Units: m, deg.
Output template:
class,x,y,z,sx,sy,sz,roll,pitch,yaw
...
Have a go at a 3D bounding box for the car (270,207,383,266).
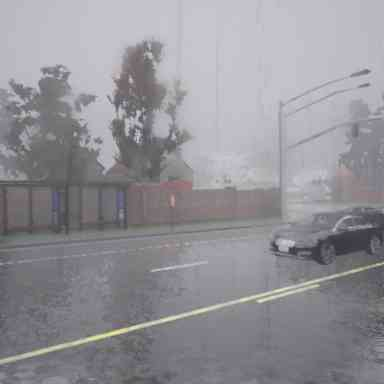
class,x,y,z,sx,sy,sz,roll,pitch,yaw
car,4.837,1.505,11.706,4.902,1.511,2.128,0,0,-35
